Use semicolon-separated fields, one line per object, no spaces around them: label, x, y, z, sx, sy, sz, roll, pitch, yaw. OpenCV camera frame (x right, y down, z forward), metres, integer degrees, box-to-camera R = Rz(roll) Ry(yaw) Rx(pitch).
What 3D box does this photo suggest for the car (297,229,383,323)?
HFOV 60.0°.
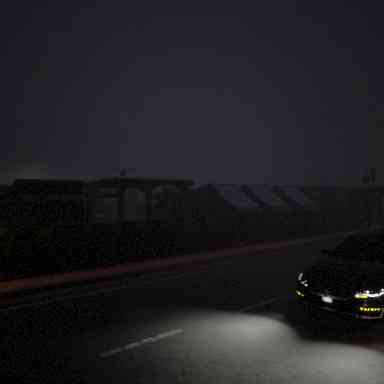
car;4.274;1.649;7.398;4.892;1.490;1.837;0;-2;-39
